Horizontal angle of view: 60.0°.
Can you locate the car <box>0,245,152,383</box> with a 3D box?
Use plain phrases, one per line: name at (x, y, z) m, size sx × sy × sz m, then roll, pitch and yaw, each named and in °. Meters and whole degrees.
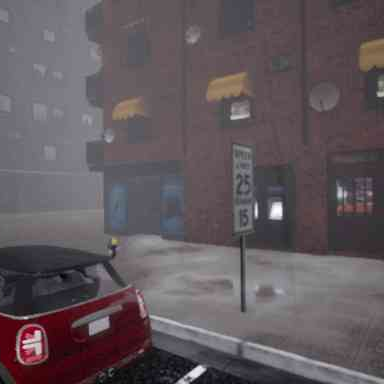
car at (-2.583, 1.484, 4.718) m, size 4.097 × 1.590 × 1.967 m, roll -1°, pitch -1°, yaw 35°
